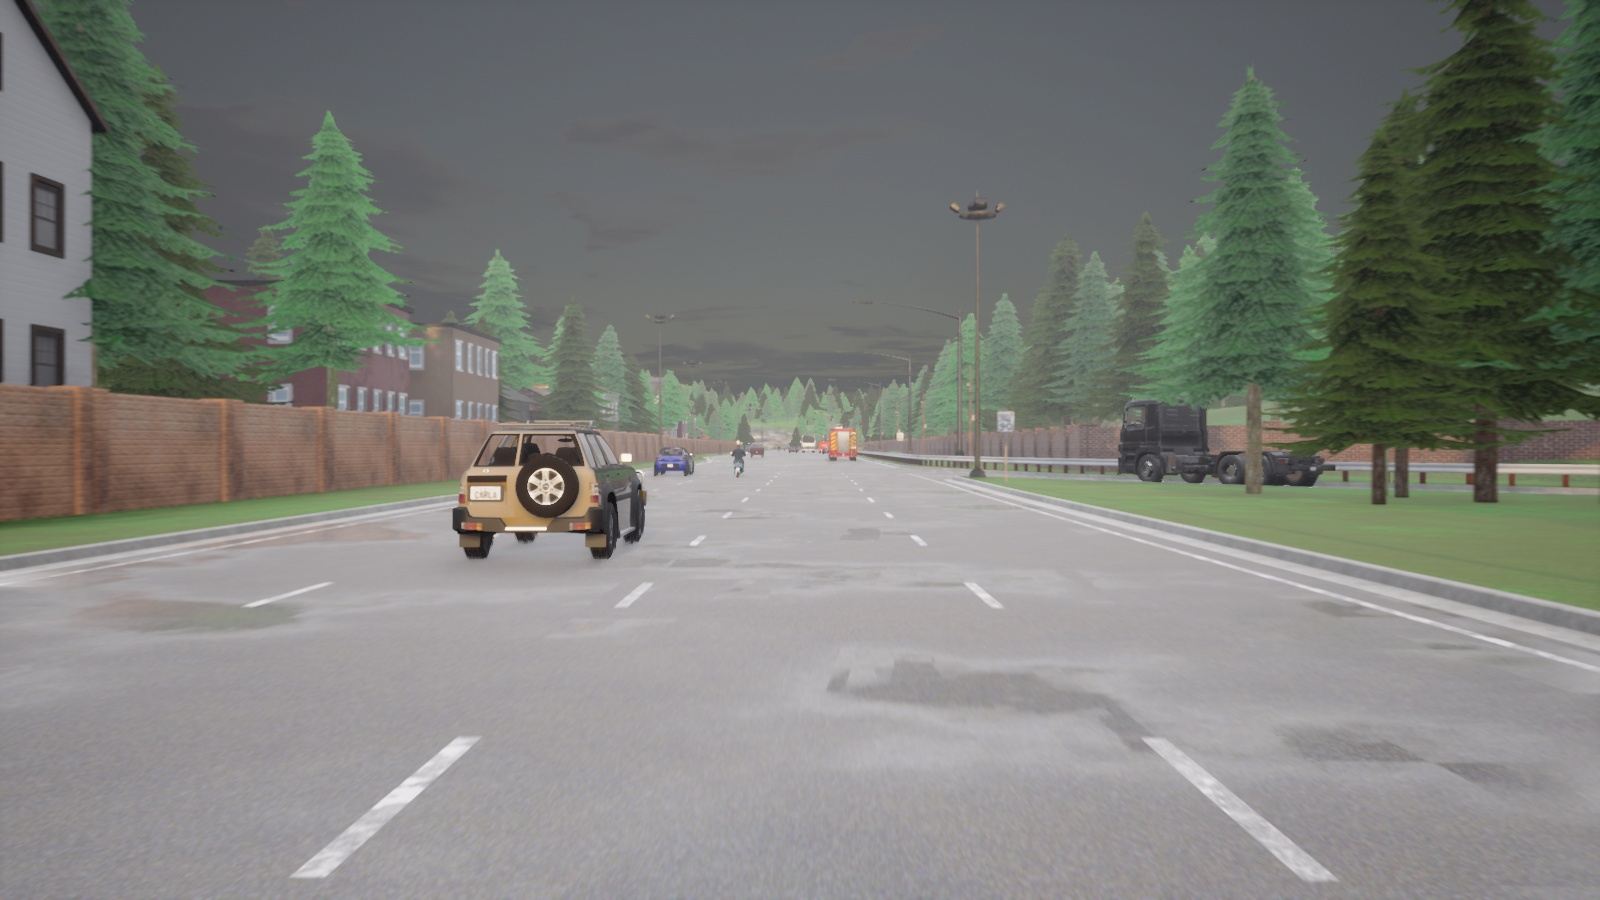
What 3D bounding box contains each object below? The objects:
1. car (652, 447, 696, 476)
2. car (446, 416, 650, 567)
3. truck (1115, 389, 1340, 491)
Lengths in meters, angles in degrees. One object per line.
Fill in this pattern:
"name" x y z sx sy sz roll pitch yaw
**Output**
"car" -6.432 0.561 64.503 1.816 1.474 4.193 0 0 0
"car" -3.383 0.507 17.764 1.932 1.855 4.605 0 0 0
"truck" 15.722 -0.363 46.871 2.891 3.462 7.936 0 0 -32
